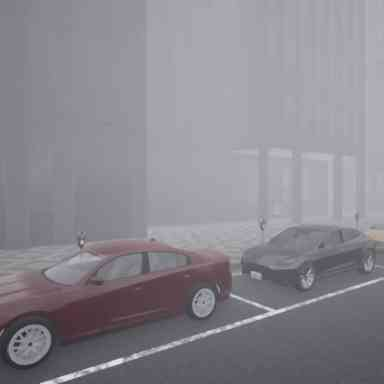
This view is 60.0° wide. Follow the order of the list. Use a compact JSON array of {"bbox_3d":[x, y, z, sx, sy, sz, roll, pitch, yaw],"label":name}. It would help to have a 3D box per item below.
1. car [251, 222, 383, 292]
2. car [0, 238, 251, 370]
[{"bbox_3d":[3.262,1.565,8.966,4.313,1.339,1.947,0,0,-35],"label":"car"},{"bbox_3d":[-1.330,1.544,5.698,4.507,1.381,1.887,0,0,-35],"label":"car"}]
